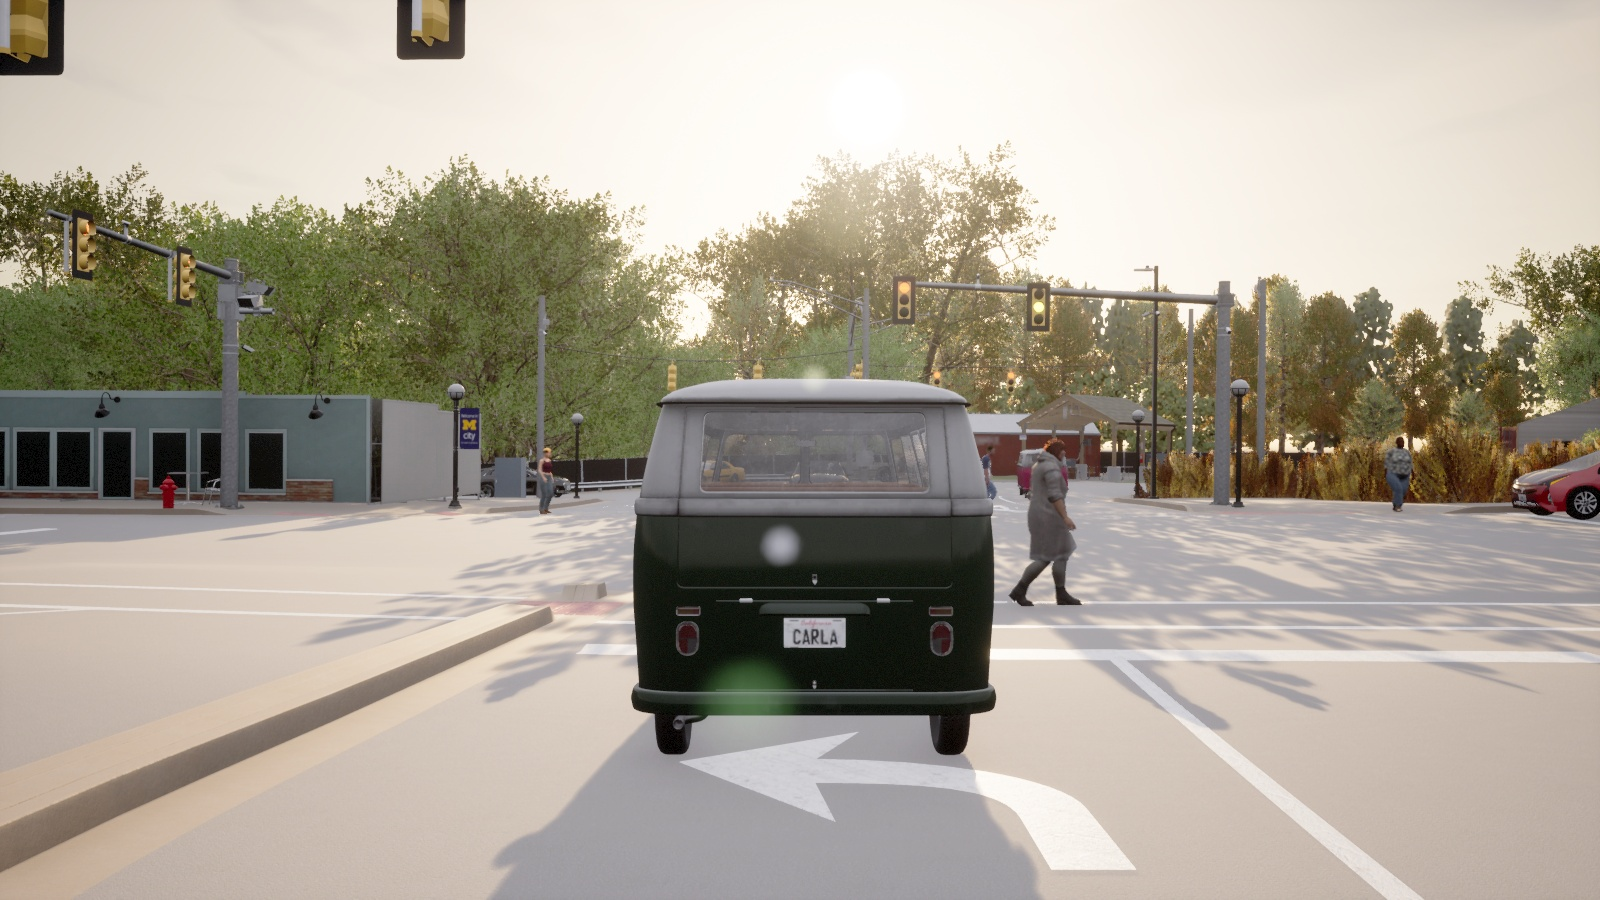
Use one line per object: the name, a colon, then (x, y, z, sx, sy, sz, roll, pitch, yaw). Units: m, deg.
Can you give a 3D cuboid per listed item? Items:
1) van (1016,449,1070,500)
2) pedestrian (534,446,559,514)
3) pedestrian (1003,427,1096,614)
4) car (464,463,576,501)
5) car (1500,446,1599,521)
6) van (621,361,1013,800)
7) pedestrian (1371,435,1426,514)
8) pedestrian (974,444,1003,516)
van: (10.011, 0.969, 52.071, 1.775, 1.987, 4.442, -1, 0, 6)
pedestrian: (-6.990, 0.825, 34.599, 0.594, 1.836, 0.345, 1, 0, 33)
pedestrian: (2.688, 0.741, 13.594, 0.873, 1.952, 0.659, 1, 0, 4)
car: (-13.511, 1.533, 60.747, 4.856, 1.649, 2.033, -1, 1, 8)
car: (17.983, 0.673, 27.175, 4.514, 1.525, 2.007, -1, 0, 4)
van: (0.063, 0.631, 7.930, 1.775, 1.987, 4.442, 0, -1, 0)
pedestrian: (14.361, 0.585, 30.154, 0.874, 1.855, 0.900, 1, 0, 0)
pedestrian: (4.822, 0.762, 32.175, 0.706, 1.836, 0.354, 1, 0, 6)
